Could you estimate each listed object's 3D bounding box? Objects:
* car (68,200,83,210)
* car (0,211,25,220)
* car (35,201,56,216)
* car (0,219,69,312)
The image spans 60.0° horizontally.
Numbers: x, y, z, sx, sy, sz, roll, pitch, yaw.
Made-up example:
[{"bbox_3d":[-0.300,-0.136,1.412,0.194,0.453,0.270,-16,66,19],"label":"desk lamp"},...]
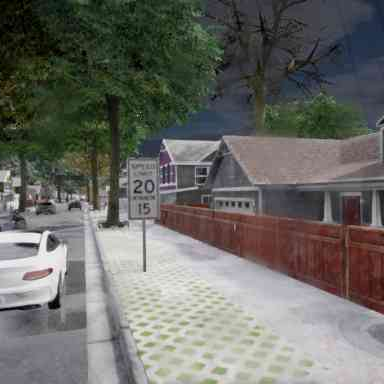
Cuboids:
[{"bbox_3d":[-17.616,1.954,50.075,1.837,1.490,4.892,-1,-1,-18],"label":"car"},{"bbox_3d":[-10.254,1.746,17.969,1.994,1.385,4.181,-1,0,-18],"label":"car"},{"bbox_3d":[-16.770,1.866,38.223,1.837,1.490,4.892,-1,-1,-18],"label":"car"},{"bbox_3d":[-3.841,1.576,7.480,1.812,1.442,4.674,-1,0,-18],"label":"car"}]
